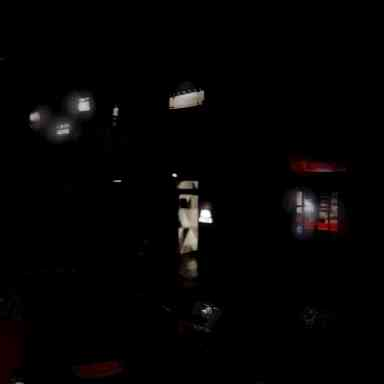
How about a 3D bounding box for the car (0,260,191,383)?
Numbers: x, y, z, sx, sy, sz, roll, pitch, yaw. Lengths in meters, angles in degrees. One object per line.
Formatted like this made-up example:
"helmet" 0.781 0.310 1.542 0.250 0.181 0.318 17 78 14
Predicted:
"car" -1.959 1.562 4.259 4.206 1.307 1.802 0 1 36
